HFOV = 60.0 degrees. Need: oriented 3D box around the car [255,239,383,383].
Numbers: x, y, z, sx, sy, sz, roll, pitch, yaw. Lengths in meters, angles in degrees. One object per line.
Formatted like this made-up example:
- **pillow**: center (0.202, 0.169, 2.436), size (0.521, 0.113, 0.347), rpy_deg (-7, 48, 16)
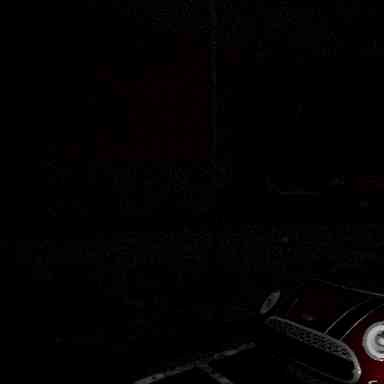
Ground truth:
- **car**: center (2.806, 1.454, 4.710), size (4.097, 1.590, 1.967), rpy_deg (0, -1, -34)
